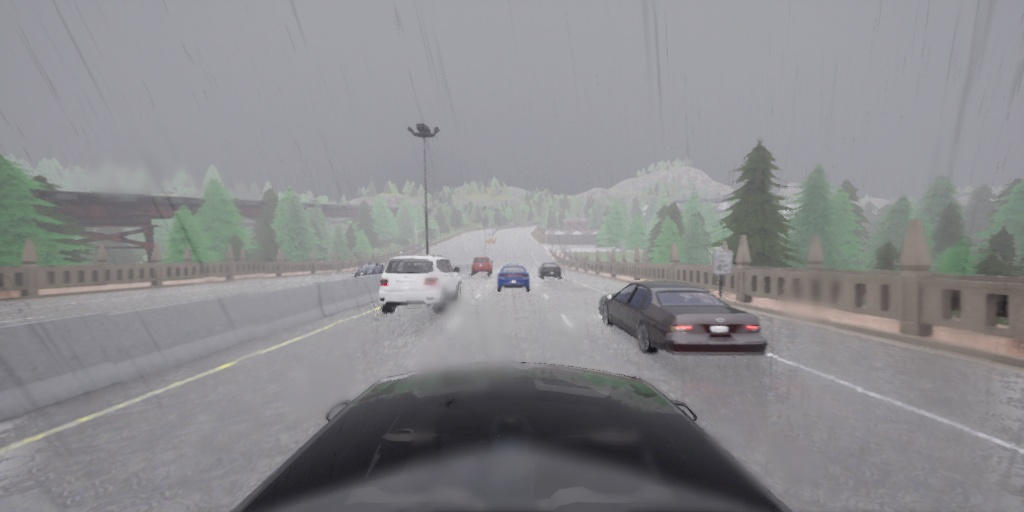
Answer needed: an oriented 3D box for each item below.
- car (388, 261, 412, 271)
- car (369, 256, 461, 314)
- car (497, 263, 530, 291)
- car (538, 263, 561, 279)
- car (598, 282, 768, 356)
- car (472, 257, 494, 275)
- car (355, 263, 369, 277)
[{"bbox_3d":[-17.510,1.515,56.229,2.033,1.411,5.357,0,1,0],"label":"car"},{"bbox_3d":[-3.402,1.031,14.215,2.150,2.045,5.566,0,0,0],"label":"car"},{"bbox_3d":[0.096,1.326,22.763,1.882,1.535,5.008,0,0,0],"label":"car"},{"bbox_3d":[3.593,1.382,34.691,1.882,1.535,5.008,0,0,0],"label":"car"},{"bbox_3d":[3.599,1.330,8.741,2.033,1.411,5.357,0,0,0],"label":"car"},{"bbox_3d":[-3.408,1.158,41.827,2.150,2.045,5.566,0,0,0],"label":"car"},{"bbox_3d":[-14.074,1.435,36.077,1.812,1.442,4.674,0,0,0],"label":"car"}]
